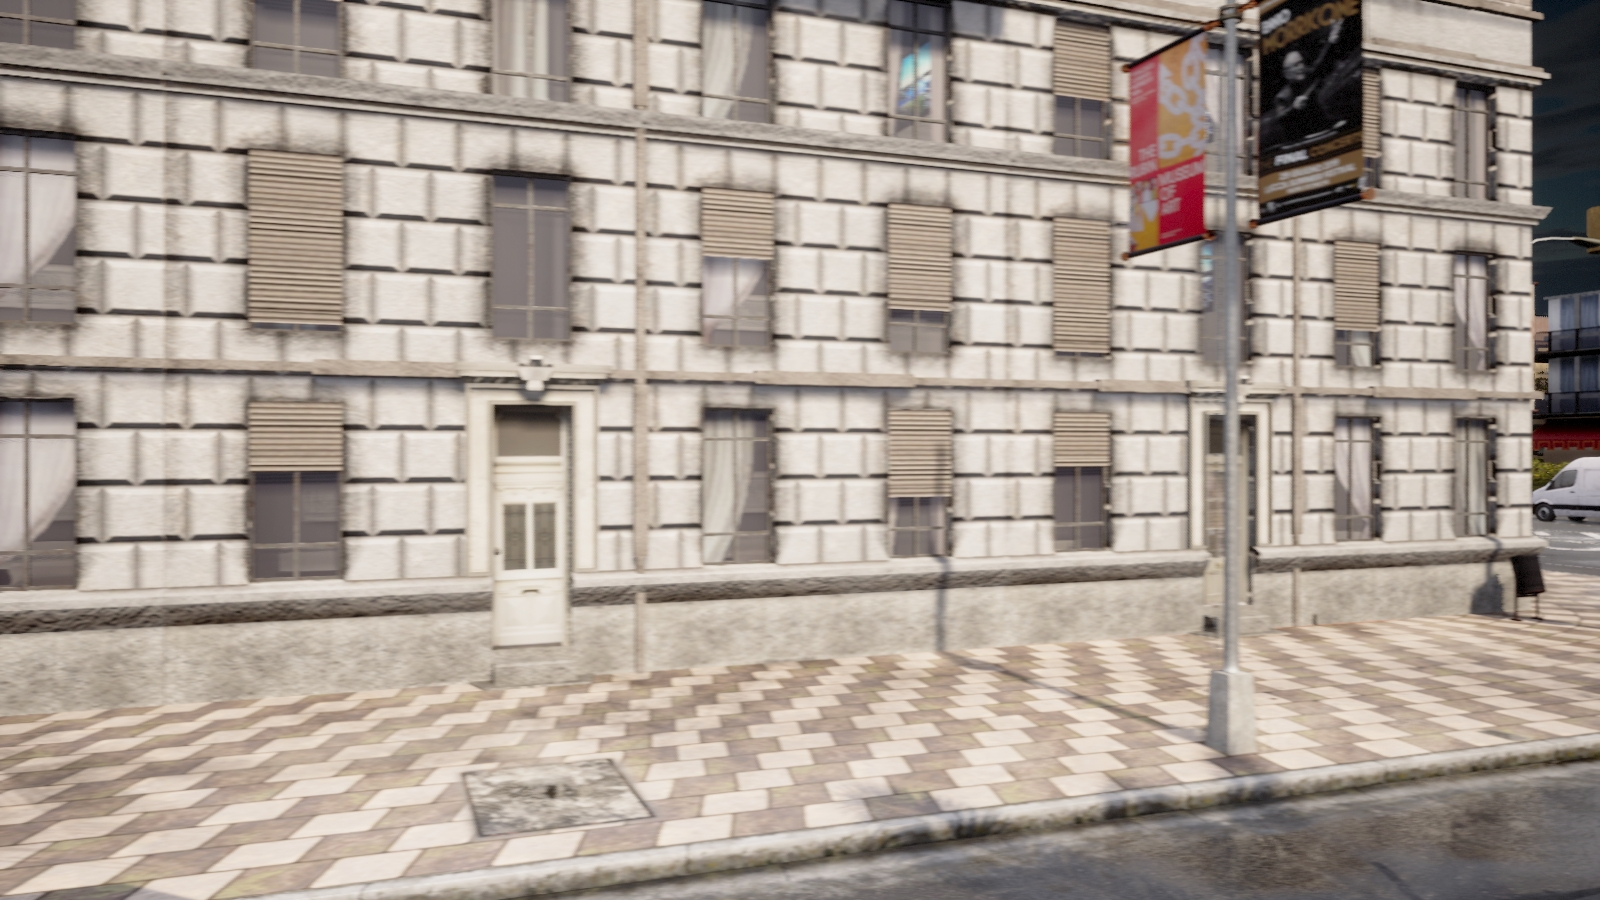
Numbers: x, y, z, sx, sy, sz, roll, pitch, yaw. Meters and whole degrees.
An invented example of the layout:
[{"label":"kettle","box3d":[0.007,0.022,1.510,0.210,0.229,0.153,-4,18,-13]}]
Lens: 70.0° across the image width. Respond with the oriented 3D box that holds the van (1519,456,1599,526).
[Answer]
[{"label":"van","box3d":[30.656,1.534,43.179,1.988,2.561,5.915,0,0,-20]}]
